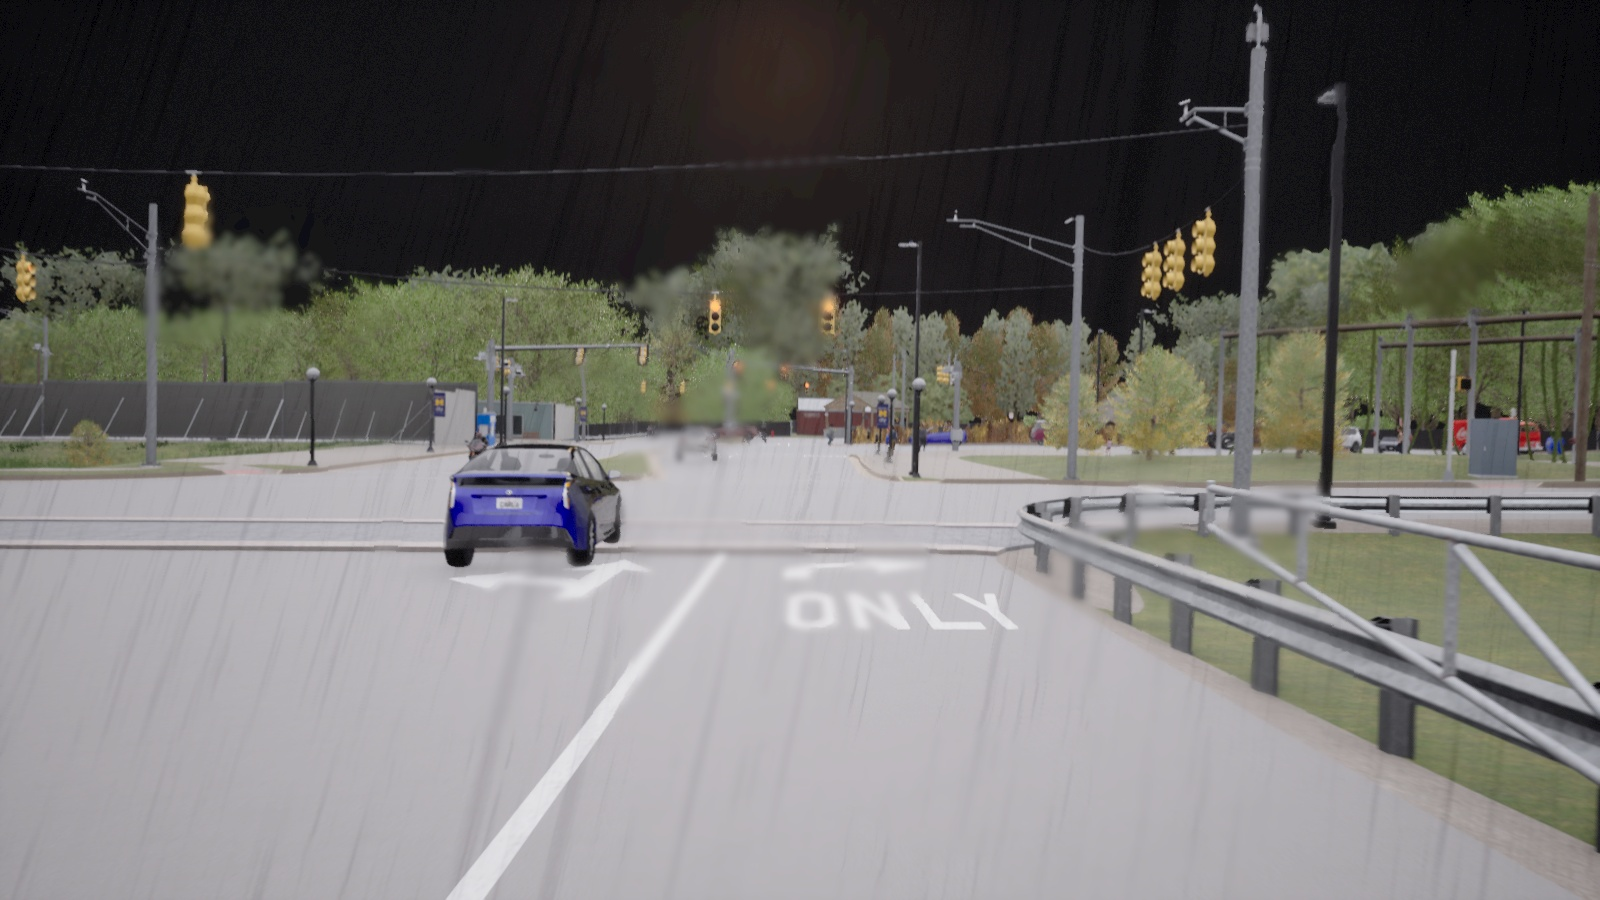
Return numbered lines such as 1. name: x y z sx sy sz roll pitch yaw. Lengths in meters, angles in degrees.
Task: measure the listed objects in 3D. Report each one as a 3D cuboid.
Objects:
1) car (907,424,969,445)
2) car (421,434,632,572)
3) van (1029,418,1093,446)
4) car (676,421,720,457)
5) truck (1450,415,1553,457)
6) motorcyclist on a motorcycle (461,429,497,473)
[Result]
1. car: 10.482 -1.219 95.369 4.514 1.525 2.007 0 2 1
2. car: -3.524 0.595 17.049 2.007 1.525 4.514 0 2 -2
3. van: 19.814 -1.398 95.385 4.442 1.987 1.775 1 2 0
4. car: -5.233 -0.590 64.553 2.152 1.651 5.027 1 3 -4
5. truck: 44.948 -0.866 80.587 2.627 2.467 5.204 -2 0 -21
6. motorcyclist on a motorcycle: -11.751 0.008 46.010 0.866 1.530 2.191 0 1 -3
